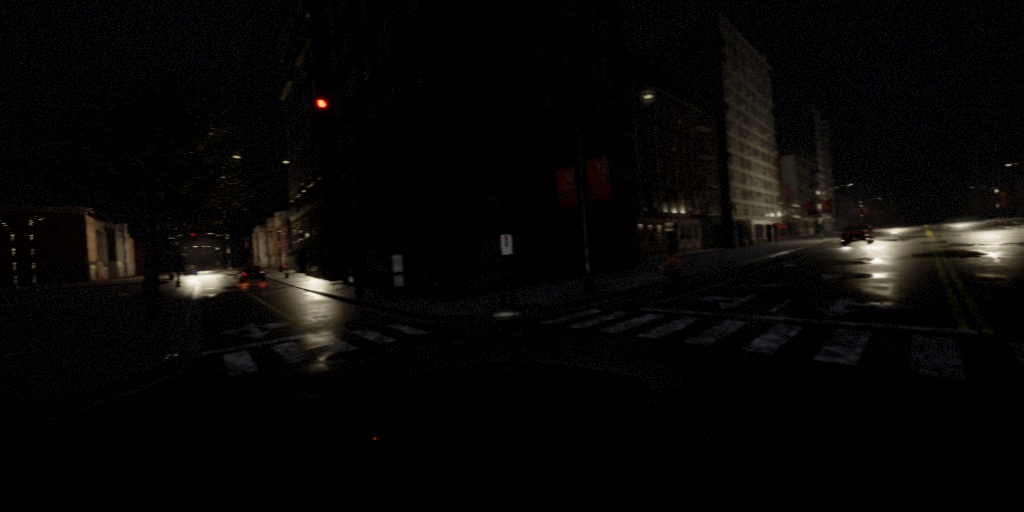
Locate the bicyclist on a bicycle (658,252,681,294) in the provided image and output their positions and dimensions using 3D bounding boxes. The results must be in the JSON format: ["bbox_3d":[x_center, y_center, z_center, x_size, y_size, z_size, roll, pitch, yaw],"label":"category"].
[{"bbox_3d":[6.348,0.649,14.249,1.509,1.612,0.866,-5,1,-41],"label":"bicyclist on a bicycle"}]

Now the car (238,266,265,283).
[{"bbox_3d":[-28.718,1.868,39.497,2.097,1.767,4.553,-4,3,-41],"label":"car"}]

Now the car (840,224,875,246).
[{"bbox_3d":[35.228,-2.203,36.538,5.566,2.045,2.150,-5,1,-41],"label":"car"}]
